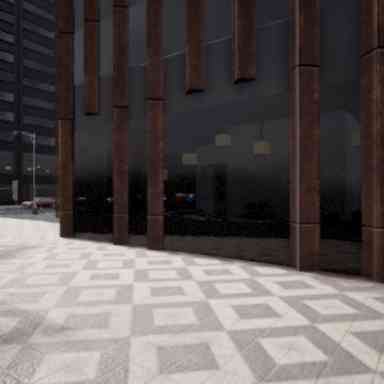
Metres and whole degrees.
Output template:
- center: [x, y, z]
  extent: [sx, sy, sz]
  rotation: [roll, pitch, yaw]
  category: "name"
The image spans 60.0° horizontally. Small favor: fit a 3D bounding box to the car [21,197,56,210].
- center: [-19.137, 1.355, 41.651]
  extent: [1.967, 1.590, 4.097]
  rotation: [0, 0, 36]
  category: "car"
